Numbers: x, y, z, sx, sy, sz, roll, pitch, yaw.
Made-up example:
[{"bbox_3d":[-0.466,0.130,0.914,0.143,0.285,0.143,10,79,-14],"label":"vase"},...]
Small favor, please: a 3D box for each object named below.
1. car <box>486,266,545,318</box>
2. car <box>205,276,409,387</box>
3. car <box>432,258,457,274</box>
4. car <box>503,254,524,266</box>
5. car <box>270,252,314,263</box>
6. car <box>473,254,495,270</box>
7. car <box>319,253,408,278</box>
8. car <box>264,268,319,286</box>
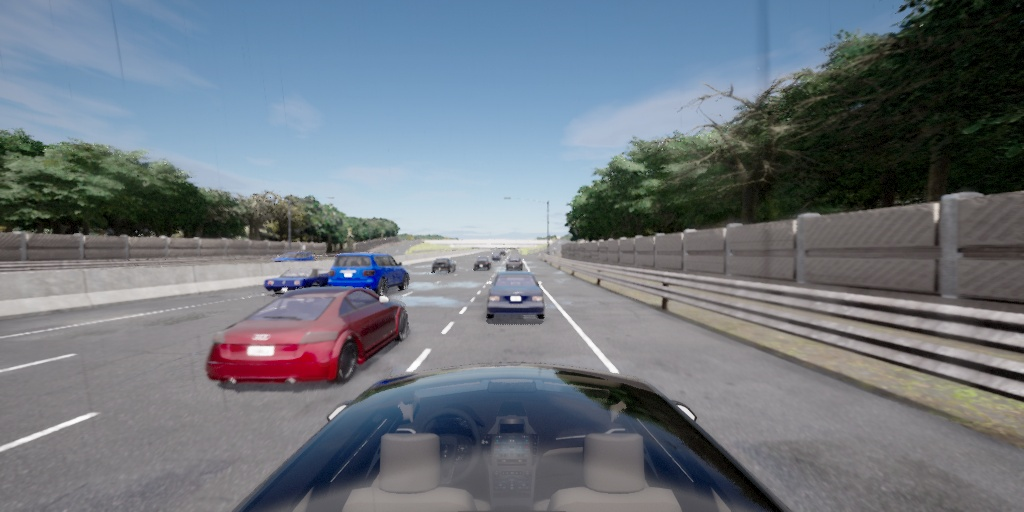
[{"bbox_3d":[0.115,1.234,12.609,2.033,1.411,5.357,0,0,0],"label":"car"},{"bbox_3d":[-3.495,1.284,7.002,1.994,1.385,4.181,0,0,0],"label":"car"},{"bbox_3d":[-6.767,0.938,36.090,1.837,1.490,4.892,0,1,0],"label":"car"},{"bbox_3d":[0.262,0.849,39.925,2.128,1.511,4.902,0,1,0],"label":"car"},{"bbox_3d":[-24.424,0.579,40.047,2.150,2.045,5.566,0,1,1],"label":"car"},{"bbox_3d":[-3.326,0.849,41.523,1.812,1.442,4.674,0,1,0],"label":"car"},{"bbox_3d":[-6.868,0.878,17.730,2.150,2.045,5.566,0,0,0],"label":"car"},{"bbox_3d":[-10.365,1.251,18.600,1.895,1.301,4.718,0,0,0],"label":"car"}]
